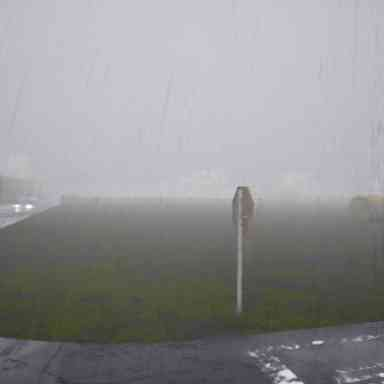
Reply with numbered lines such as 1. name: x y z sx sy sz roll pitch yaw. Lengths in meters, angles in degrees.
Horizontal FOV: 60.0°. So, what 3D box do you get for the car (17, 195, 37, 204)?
1. car: -23.427 1.031 47.405 1.895 1.301 4.718 0 0 -16
